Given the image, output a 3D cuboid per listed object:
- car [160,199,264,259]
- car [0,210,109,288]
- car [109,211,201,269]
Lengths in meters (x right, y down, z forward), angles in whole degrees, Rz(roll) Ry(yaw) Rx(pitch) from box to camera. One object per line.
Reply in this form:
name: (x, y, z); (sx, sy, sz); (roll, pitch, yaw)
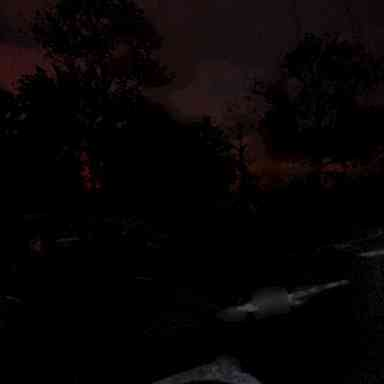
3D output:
car: (0.006, 1.287, 13.065); (5.566, 2.045, 2.435); (-1, -1, 34)
car: (-4.858, 1.371, 9.520); (4.553, 1.767, 2.185); (-1, -1, 34)
car: (-2.428, 1.519, 11.301); (4.892, 1.521, 2.231); (-1, -1, 34)
